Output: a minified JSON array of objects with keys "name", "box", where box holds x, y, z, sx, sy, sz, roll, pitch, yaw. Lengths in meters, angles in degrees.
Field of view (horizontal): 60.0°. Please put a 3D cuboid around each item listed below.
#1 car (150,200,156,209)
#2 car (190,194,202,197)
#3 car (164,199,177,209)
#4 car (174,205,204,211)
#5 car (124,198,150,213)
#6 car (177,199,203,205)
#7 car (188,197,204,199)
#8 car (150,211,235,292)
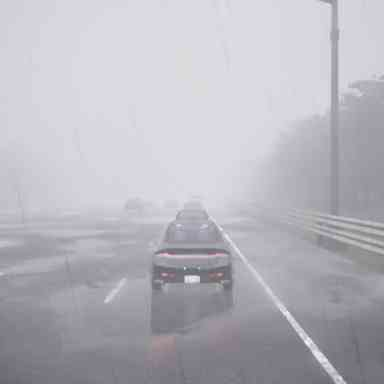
[{"name":"car","box":[-6.450,1.792,49.172,1.895,1.301,4.718,0,0,2]},{"name":"car","box":[0.598,1.383,50.475,2.150,2.045,5.566,0,-1,2]},{"name":"car","box":[-2.992,1.710,48.131,2.033,1.411,5.357,0,0,2]},{"name":"car","box":[0.008,1.624,18.178,1.895,1.301,4.718,0,0,0]},{"name":"car","box":[-6.724,1.488,40.032,2.097,1.767,4.553,0,0,2]},{"name":"car","box":[0.020,1.603,28.559,2.033,1.411,5.357,0,0,0]},{"name":"car","box":[0.260,1.654,39.863,1.994,1.385,4.181,0,0,2]},{"name":"car","box":[0.004,1.503,8.974,2.128,1.511,4.902,0,0,0]}]
